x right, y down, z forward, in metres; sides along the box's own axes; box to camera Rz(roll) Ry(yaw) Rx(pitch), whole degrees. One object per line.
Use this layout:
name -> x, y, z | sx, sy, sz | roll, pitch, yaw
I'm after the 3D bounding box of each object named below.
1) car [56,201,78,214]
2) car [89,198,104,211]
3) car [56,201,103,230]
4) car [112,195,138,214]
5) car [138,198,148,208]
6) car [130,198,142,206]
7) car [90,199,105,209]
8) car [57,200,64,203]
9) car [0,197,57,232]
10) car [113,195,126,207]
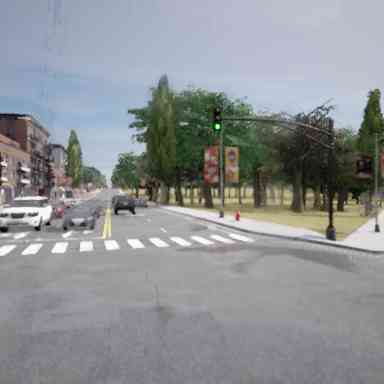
car -> -15.224, 1.853, 40.708 | 1.895, 1.301, 4.718 | 0, 0, -13
car -> -9.488, 1.627, 30.955 | 1.882, 1.535, 5.008 | 0, 0, -13
car -> -7.216, 1.578, 21.785 | 2.128, 1.511, 4.902 | 0, 0, -13
car -> -7.647, 1.400, 37.600 | 2.150, 2.045, 5.566 | 0, 0, -14
car -> -8.098, 1.830, 52.549 | 2.033, 1.411, 5.357 | 0, 0, -14
car -> -10.601, 1.852, 62.667 | 1.882, 1.535, 5.008 | 0, 0, -14
car -> -14.591, 1.870, 51.664 | 2.033, 1.411, 5.357 | 0, 0, -13
car -> -12.791, 1.523, 30.783 | 2.097, 1.767, 4.553 | 0, 0, -13
car -> -10.468, 1.327, 21.406 | 2.150, 2.045, 5.566 | 0, 0, -13
car -> -13.073, 1.590, 59.411 | 2.150, 2.045, 5.566 | 0, 0, -13
